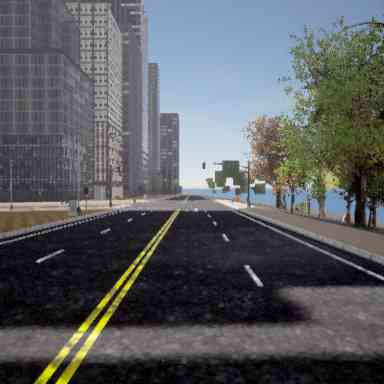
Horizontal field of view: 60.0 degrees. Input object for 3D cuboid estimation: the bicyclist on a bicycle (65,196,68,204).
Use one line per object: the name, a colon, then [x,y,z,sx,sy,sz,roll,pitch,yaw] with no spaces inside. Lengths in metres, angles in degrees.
bicyclist on a bicycle: [-24.649,1.564,65.399,0.582,1.620,1.656,-1,1,0]
